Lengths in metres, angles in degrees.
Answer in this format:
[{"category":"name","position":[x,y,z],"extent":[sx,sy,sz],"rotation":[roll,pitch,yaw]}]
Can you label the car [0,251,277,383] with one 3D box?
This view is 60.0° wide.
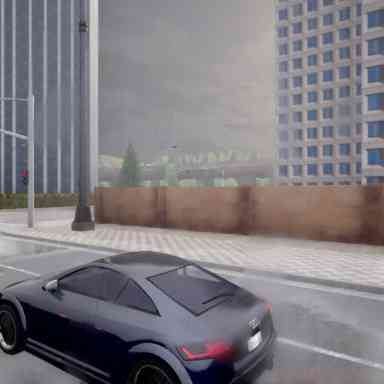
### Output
[{"category":"car","position":[-0.977,1.564,4.700],"extent":[4.181,1.385,1.994],"rotation":[0,0,35]}]
